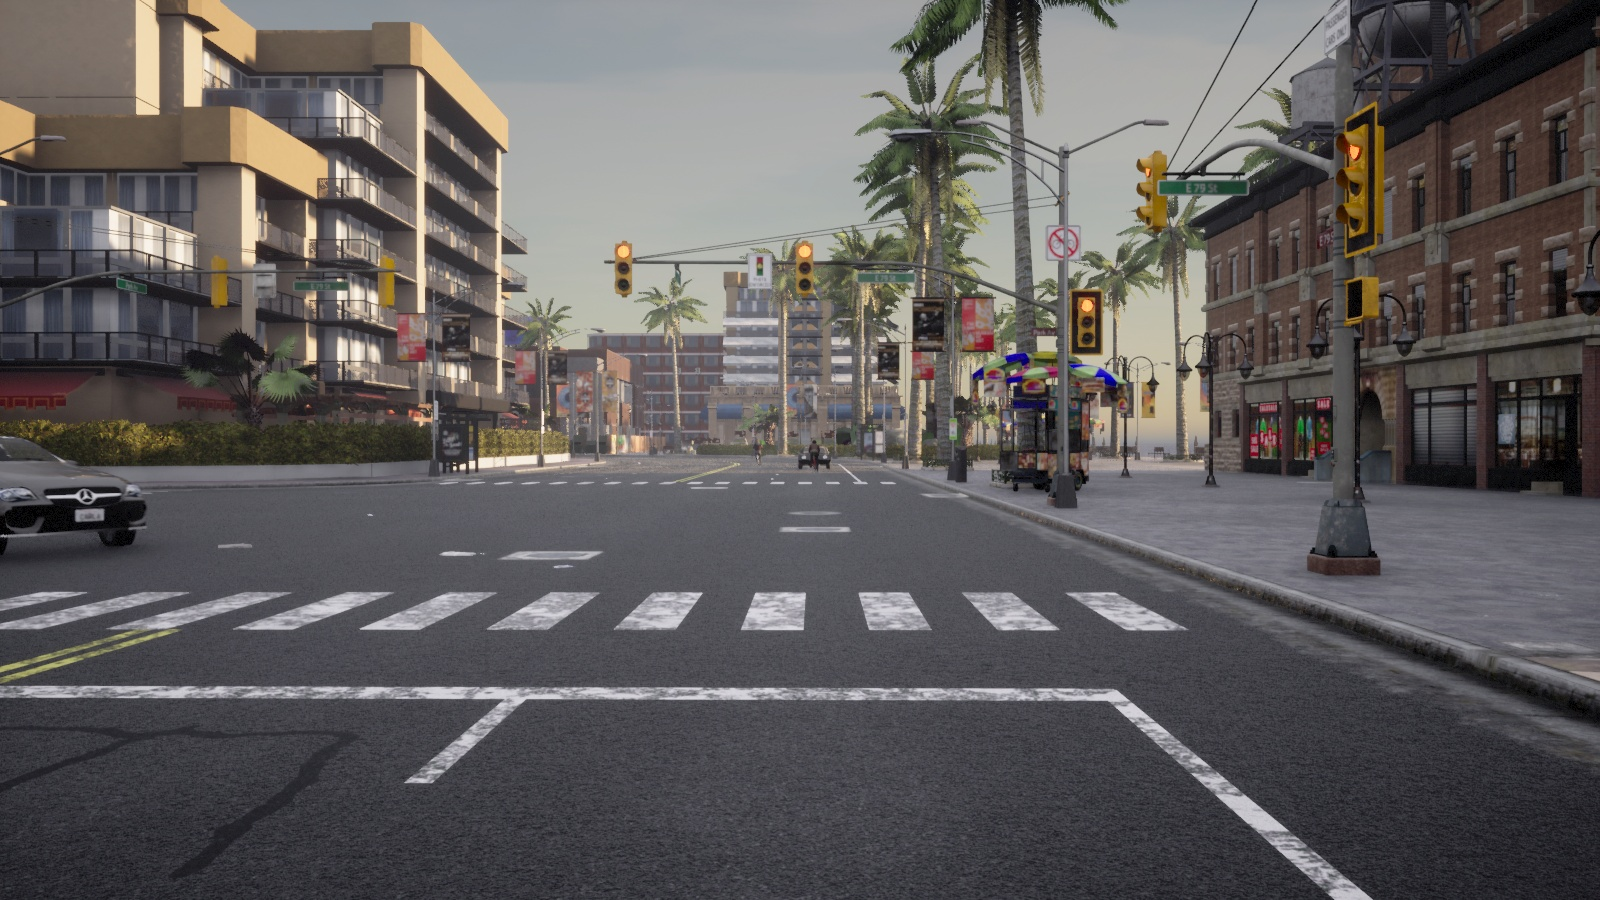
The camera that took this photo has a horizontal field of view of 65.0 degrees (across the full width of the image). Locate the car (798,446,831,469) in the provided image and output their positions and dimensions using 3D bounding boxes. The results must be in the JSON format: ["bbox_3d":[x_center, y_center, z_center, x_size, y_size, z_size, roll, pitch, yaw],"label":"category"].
[{"bbox_3d":[0.838,0.434,73.224,1.895,1.301,4.718,0,0,1],"label":"car"}]

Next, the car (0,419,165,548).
[{"bbox_3d":[-11.801,0.413,18.127,5.027,1.651,2.152,0,0,27],"label":"car"}]
